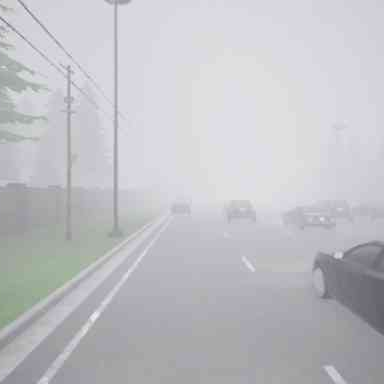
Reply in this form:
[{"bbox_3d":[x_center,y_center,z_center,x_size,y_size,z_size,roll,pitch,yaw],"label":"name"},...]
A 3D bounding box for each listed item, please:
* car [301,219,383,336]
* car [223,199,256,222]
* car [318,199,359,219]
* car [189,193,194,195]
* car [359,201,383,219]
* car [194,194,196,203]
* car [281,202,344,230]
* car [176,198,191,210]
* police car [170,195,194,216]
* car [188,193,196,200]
[{"bbox_3d":[3.596,1.473,5.382,1.882,1.535,5.008,0,0,0],"label":"car"},{"bbox_3d":[3.590,1.330,25.860,2.097,1.767,4.553,0,0,0],"label":"car"},{"bbox_3d":[10.589,1.330,25.861,2.097,1.767,4.553,0,0,0],"label":"car"},{"bbox_3d":[-1.070,1.309,48.723,2.097,1.767,4.553,0,0,0],"label":"car"},{"bbox_3d":[14.089,1.470,26.143,2.128,1.511,4.902,0,0,0],"label":"car"},{"bbox_3d":[-0.024,1.398,68.435,1.812,1.442,4.674,0,0,0],"label":"car"},{"bbox_3d":[7.092,1.530,20.689,2.033,1.411,5.357,0,0,0],"label":"car"},{"bbox_3d":[-1.067,1.489,42.752,1.812,1.442,4.674,0,0,0],"label":"car"},{"bbox_3d":[-1.063,1.397,32.862,1.930,1.638,5.238,0,0,0],"label":"police car"},{"bbox_3d":[-0.030,1.098,82.866,2.097,1.767,4.553,0,0,0],"label":"car"}]
